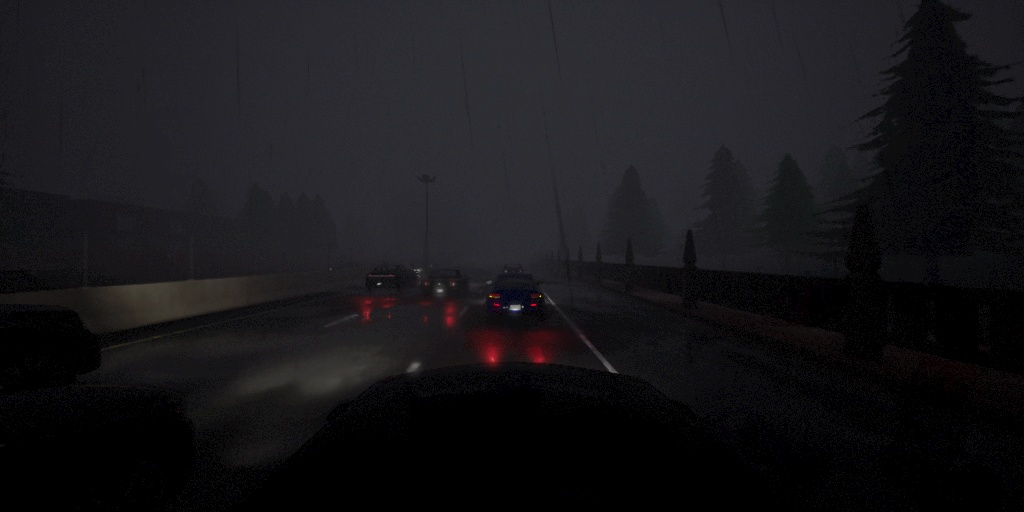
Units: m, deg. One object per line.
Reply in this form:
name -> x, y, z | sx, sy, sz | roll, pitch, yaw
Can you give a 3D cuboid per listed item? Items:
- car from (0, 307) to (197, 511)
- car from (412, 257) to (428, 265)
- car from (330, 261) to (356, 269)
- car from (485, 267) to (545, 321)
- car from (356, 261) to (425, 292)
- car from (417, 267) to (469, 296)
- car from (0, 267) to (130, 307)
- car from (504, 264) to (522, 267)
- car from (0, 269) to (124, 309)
car -> -3.400, 1.241, 0.808 | 2.128, 1.511, 4.902 | 0, 0, 0
car -> -14.588, 1.279, 54.728 | 1.812, 1.442, 4.674 | 0, 0, -1
car -> -17.685, 1.277, 38.331 | 1.812, 1.442, 4.674 | 0, 0, -1
car -> 0.099, 1.277, 12.341 | 1.812, 1.442, 4.674 | 0, 0, 0
car -> -6.901, 1.243, 21.039 | 2.128, 1.511, 4.902 | 0, 0, 0
car -> -3.400, 1.352, 19.159 | 1.895, 1.301, 4.718 | 0, 0, 0
car -> -21.101, 1.296, 16.182 | 2.033, 1.411, 5.357 | 0, 0, 0
car -> 0.082, 1.354, 32.853 | 1.895, 1.301, 4.718 | 0, 0, 0
car -> -6.899, 0.971, 2.629 | 2.150, 2.045, 5.566 | 0, 0, 0
